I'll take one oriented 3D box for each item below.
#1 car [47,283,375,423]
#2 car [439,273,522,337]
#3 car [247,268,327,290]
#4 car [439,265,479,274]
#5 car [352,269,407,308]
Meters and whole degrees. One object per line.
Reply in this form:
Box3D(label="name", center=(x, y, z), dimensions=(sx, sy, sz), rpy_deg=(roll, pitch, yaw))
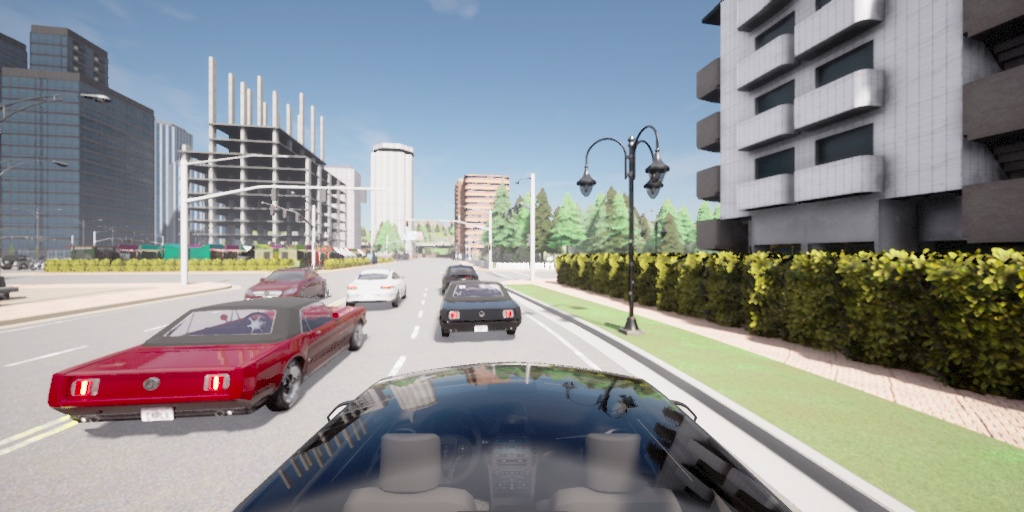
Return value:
Box3D(label="car", center=(-3.916, 1.342, 5.907), dimensions=(1.895, 1.301, 4.718), rpy_deg=(0, 0, -7))
Box3D(label="car", center=(-1.050, 1.335, 10.222), dimensions=(1.895, 1.301, 4.718), rpy_deg=(0, 0, -9))
Box3D(label="car", center=(-9.144, 1.249, 14.947), dimensions=(1.812, 1.442, 4.674), rpy_deg=(0, 0, -12))
Box3D(label="car", center=(-2.811, 1.221, 19.310), dimensions=(1.837, 1.490, 4.892), rpy_deg=(0, 0, -12))
Box3D(label="car", center=(-5.465, 1.250, 14.789), dimensions=(1.812, 1.442, 4.674), rpy_deg=(0, 0, -11))
